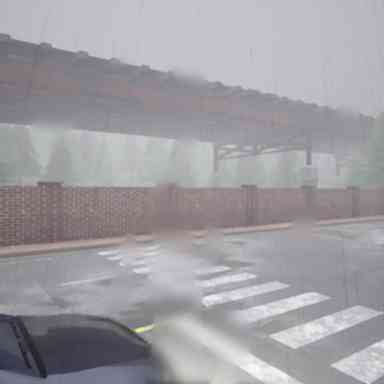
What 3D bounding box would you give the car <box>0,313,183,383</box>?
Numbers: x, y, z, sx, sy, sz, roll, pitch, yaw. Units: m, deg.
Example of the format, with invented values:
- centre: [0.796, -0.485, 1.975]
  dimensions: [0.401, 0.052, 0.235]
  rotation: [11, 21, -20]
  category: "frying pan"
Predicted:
- centre: [-2.075, 1.565, 2.267]
  dimensions: [4.181, 1.385, 1.994]
  rotation: [0, 0, -35]
  category: "car"
